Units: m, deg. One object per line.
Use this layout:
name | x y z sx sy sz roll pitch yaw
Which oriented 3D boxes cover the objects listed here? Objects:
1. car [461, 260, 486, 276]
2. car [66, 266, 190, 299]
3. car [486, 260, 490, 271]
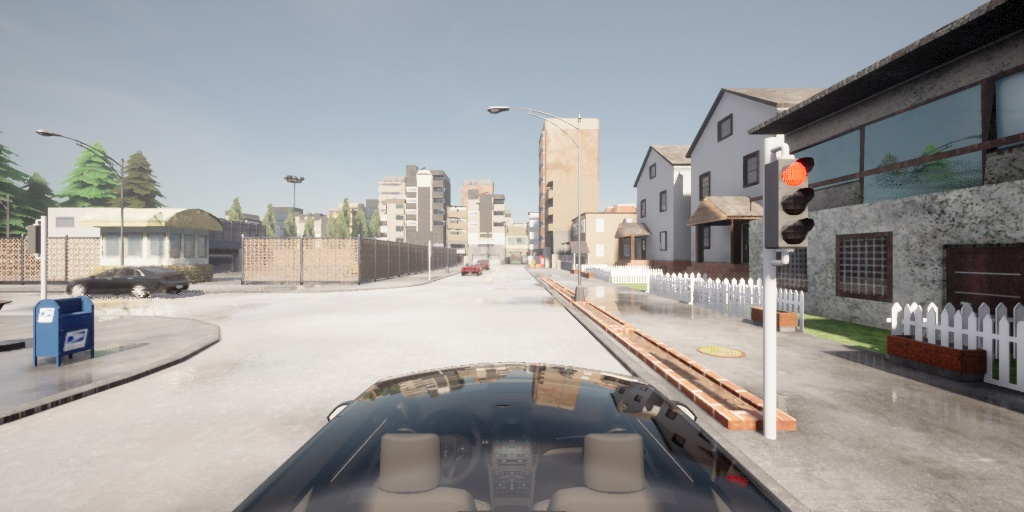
car | -4.113 1.351 37.257 1.895 1.301 4.718 0 0 0
car | -18.515 1.254 17.395 4.892 1.490 1.837 0 0 1
car | -4.097 1.228 49.545 1.882 1.535 5.008 0 0 0
